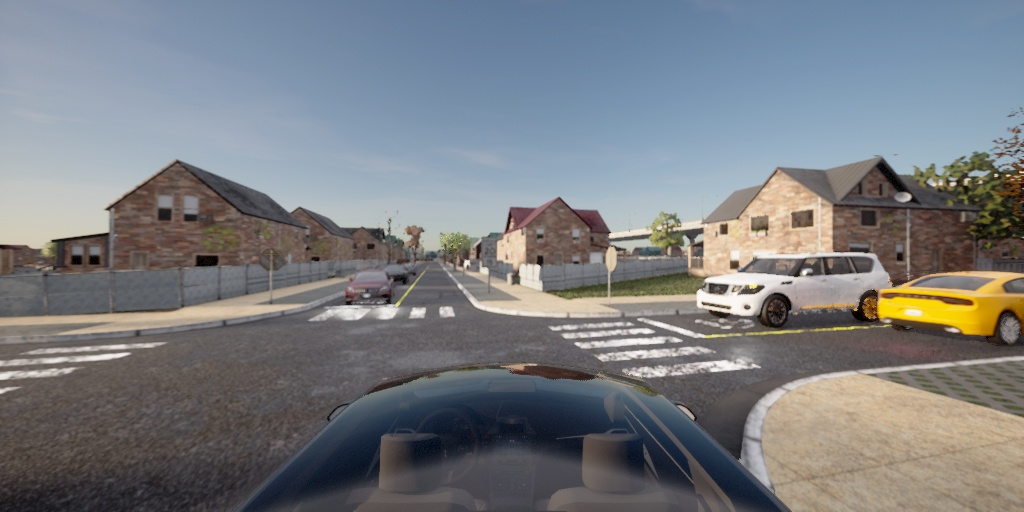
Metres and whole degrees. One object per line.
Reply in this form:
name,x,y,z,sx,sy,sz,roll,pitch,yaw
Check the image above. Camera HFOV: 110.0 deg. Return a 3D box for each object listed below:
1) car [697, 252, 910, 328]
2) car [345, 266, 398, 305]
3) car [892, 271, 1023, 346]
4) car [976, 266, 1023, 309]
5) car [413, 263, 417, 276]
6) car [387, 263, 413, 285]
car,8.570,0.914,10.957,5.566,2.045,2.150,-1,-1,-12
car,-6.577,1.371,16.922,1.812,1.442,4.674,0,-1,-16
car,11.587,1.117,8.655,5.008,1.535,1.882,-1,-1,-11
car,20.179,1.114,13.221,4.674,1.442,1.812,-1,0,-11
car,-11.841,1.505,40.716,2.128,1.511,4.902,0,-1,-12
car,-9.235,1.404,28.494,1.882,1.535,5.008,0,-1,-12
